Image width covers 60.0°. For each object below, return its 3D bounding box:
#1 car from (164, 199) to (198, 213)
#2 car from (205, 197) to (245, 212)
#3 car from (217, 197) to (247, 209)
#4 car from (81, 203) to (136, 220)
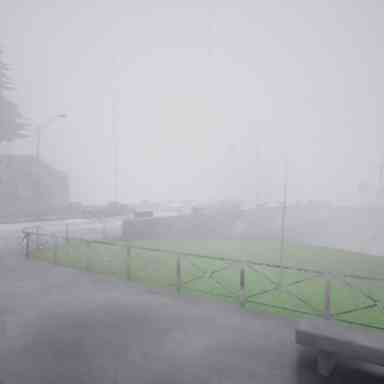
[{"bbox_3d":[-1.157,1.526,36.961,1.812,1.442,4.674,0,0,35],"label":"car"},{"bbox_3d":[3.356,1.547,36.068,2.033,1.411,5.357,0,0,35],"label":"car"},{"bbox_3d":[5.687,1.492,46.528,2.128,1.511,4.902,0,0,36],"label":"car"},{"bbox_3d":[-7.123,1.601,28.598,1.895,1.301,4.718,0,0,35],"label":"car"}]
